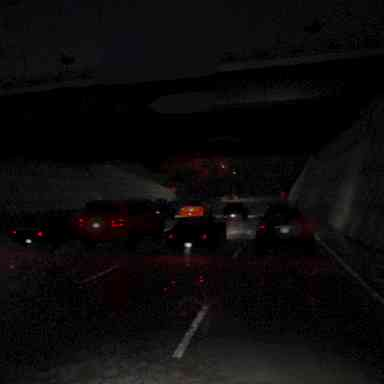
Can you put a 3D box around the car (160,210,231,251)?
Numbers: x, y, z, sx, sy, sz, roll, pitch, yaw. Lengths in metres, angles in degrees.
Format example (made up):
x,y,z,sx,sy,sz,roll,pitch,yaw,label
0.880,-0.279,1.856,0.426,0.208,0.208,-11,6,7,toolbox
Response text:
x,y,z,sx,sy,sz,roll,pitch,yaw,label
0.376,1.705,14.674,1.895,1.301,4.718,-1,0,13,car

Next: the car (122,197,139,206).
x,y,z,sx,sy,sz,roll,pitch,yaw,label
-13.902,2.096,75.361,2.097,1.767,4.553,-1,0,13,car

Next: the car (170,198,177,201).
x,y,z,sx,sy,sz,roll,pitch,yaw,label
-3.697,2.113,72.883,1.812,1.442,4.674,-1,0,13,car

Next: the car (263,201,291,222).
x,y,z,sx,sy,sz,roll,pitch,yaw,label
7.305,1.610,28.632,2.128,1.511,4.902,-1,0,14,car

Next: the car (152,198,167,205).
x,y,z,sx,sy,sz,roll,pitch,yaw,label
-7.101,2.140,73.699,1.837,1.490,4.892,-1,0,13,car

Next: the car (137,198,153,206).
x,y,z,sx,sy,sz,roll,pitch,yaw,label
-10.504,2.190,74.515,1.837,1.490,4.892,-1,0,13,car

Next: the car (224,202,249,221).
x,y,z,sx,sy,sz,roll,pitch,yaw,label
3.904,1.676,29.456,1.837,1.490,4.892,-1,0,14,car

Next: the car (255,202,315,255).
x,y,z,sx,sy,sz,roll,pitch,yaw,label
3.772,1.404,13.840,2.097,1.767,4.553,-1,-1,13,car

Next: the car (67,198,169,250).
x,y,z,sx,sy,sz,roll,pitch,yaw,label
-3.053,1.372,15.410,2.150,2.045,5.566,-1,0,13,car

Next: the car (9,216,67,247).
x,y,z,sx,sy,sz,roll,pitch,yaw,label
-6.432,1.807,16.298,1.895,1.301,4.718,-1,0,13,car

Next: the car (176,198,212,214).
x,y,z,sx,sy,sz,roll,pitch,yaw,label
0.445,1.568,30.055,2.097,1.767,4.553,-1,-1,13,car

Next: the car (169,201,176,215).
x,y,z,sx,sy,sz,roll,pitch,yaw,label
-2.979,1.815,30.776,2.033,1.411,5.357,-1,0,13,car
